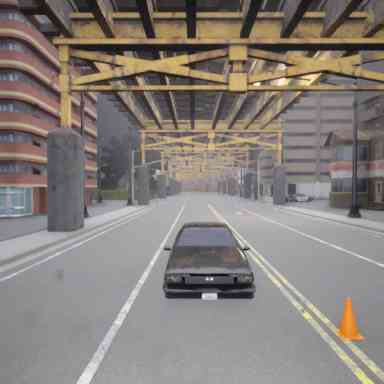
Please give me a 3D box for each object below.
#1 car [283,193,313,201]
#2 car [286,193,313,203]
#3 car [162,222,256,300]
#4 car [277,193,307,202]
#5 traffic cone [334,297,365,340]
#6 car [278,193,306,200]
[{"bbox_3d":[17.485,0.849,54.948,4.536,1.218,1.853,0,1,-20],"label":"car"},{"bbox_3d":[17.436,1.007,54.932,4.974,1.542,2.038,0,1,-20],"label":"car"},{"bbox_3d":[0.357,1.533,8.810,2.033,1.411,5.357,0,0,1],"label":"car"},{"bbox_3d":[17.782,0.959,59.089,4.974,1.542,2.038,0,1,25],"label":"car"},{"bbox_3d":[2.451,1.949,5.204,0.340,0.580,0.340,0,0,0],"label":"traffic cone"},{"bbox_3d":[17.829,0.802,59.065,4.536,1.218,1.853,0,1,25],"label":"car"}]
